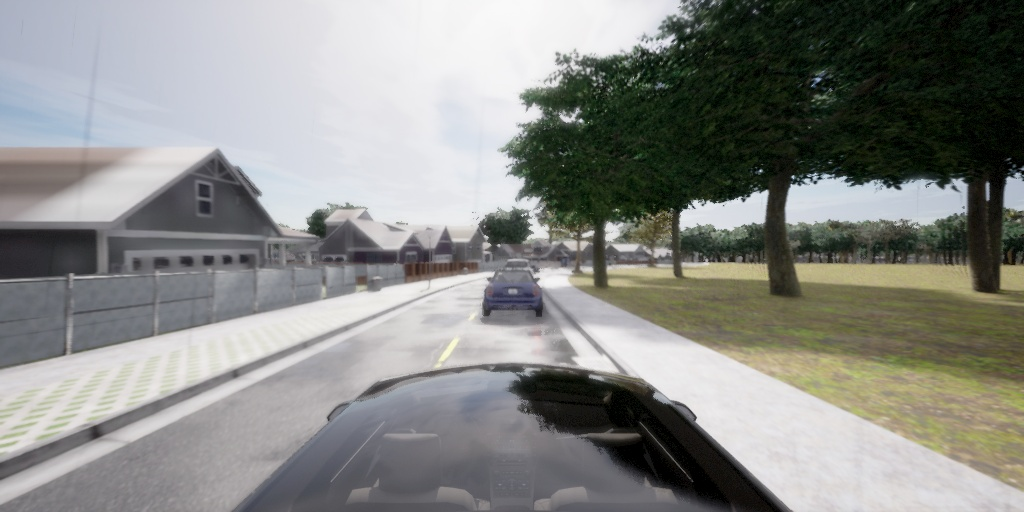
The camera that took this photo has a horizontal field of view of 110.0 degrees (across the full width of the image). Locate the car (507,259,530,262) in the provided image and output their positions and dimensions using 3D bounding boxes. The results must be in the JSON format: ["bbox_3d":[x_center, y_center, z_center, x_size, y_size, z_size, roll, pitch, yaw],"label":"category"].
[{"bbox_3d":[0.594,1.289,28.044,2.150,2.045,5.566,0,-1,6],"label":"car"}]

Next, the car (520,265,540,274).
[{"bbox_3d":[2.774,1.992,54.168,1.895,1.301,4.718,0,-1,17],"label":"car"}]

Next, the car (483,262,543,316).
[{"bbox_3d":[0.059,1.231,14.119,2.097,1.767,4.553,0,-1,1],"label":"car"}]
